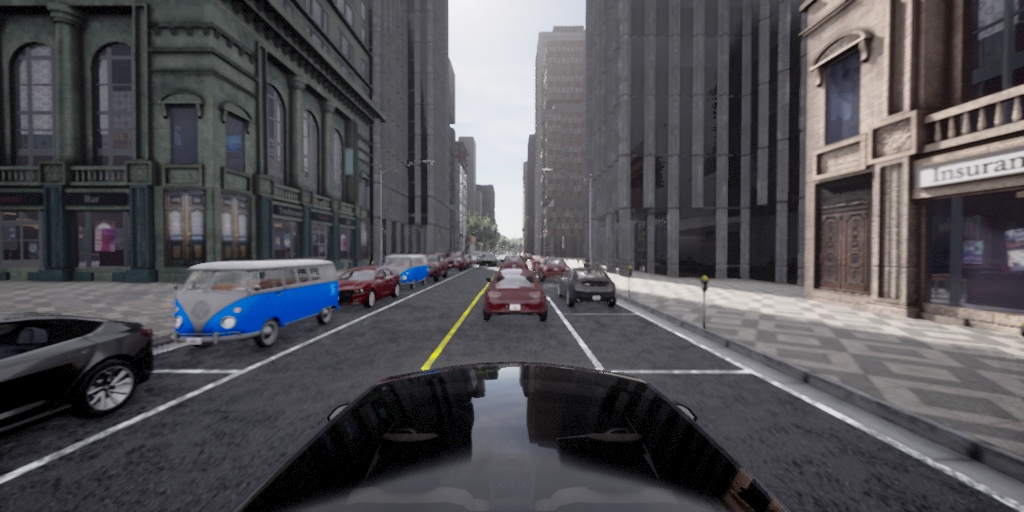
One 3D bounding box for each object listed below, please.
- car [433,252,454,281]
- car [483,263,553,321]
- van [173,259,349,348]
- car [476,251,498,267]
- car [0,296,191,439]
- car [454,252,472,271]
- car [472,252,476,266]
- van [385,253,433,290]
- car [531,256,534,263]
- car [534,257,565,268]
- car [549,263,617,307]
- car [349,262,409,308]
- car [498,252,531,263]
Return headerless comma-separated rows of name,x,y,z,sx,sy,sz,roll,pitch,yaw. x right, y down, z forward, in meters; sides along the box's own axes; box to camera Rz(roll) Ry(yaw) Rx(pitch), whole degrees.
car,-5.702,0.690,24.907,2.192,1.841,5.009,0,0,0
car,0.106,1.118,11.527,1.812,1.442,4.674,0,1,1
van,-5.745,0.979,8.585,1.690,1.789,3.998,0,0,0
car,-2.971,0.416,44.740,2.097,1.767,4.553,0,1,0
car,-5.759,1.291,3.144,1.948,1.339,4.313,0,0,0
car,-5.672,0.516,35.788,2.192,1.841,5.009,0,0,0
car,-5.658,0.556,41.228,1.967,1.591,4.097,0,0,0
van,-5.716,0.804,19.466,1.690,1.789,3.998,0,0,0
car,2.838,0.872,30.330,1.802,1.307,4.207,0,0,0
car,2.824,0.818,24.890,1.967,1.591,4.097,0,0,0
car,2.795,1.103,14.010,2.007,1.370,4.403,0,0,0
car,-5.730,1.096,14.026,1.888,1.381,4.507,0,0,0
car,0.158,0.665,28.878,2.097,1.767,4.553,0,1,0
